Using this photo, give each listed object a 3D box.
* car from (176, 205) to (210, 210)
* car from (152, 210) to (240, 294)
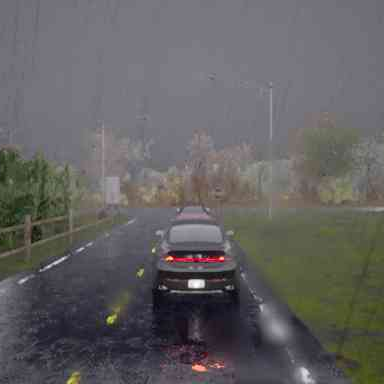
[{"bbox_3d":[0.061,1.400,18.718,1.994,1.385,4.181,0,0,-1],"label":"car"},{"bbox_3d":[0.079,1.429,8.556,1.837,1.490,4.892,0,0,0],"label":"car"}]
